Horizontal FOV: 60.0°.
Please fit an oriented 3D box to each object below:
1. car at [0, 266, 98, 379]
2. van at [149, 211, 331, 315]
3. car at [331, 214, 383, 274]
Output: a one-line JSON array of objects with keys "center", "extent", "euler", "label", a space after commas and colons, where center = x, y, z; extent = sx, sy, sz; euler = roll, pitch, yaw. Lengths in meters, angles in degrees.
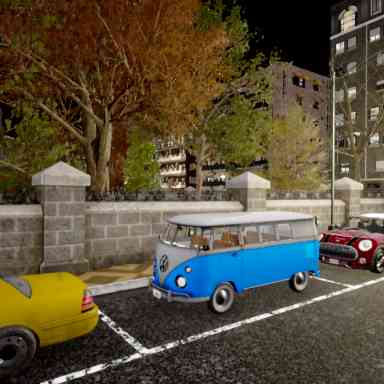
[{"center": [-3.641, 1.525, 3.952], "extent": [4.829, 1.417, 1.752], "euler": [0, 1, -35], "label": "car"}, {"center": [1.072, 1.342, 7.305], "extent": [3.998, 1.788, 1.690], "euler": [0, 1, -35], "label": "van"}, {"center": [5.643, 1.442, 10.563], "extent": [4.097, 1.590, 1.967], "euler": [0, 1, -35], "label": "car"}]
